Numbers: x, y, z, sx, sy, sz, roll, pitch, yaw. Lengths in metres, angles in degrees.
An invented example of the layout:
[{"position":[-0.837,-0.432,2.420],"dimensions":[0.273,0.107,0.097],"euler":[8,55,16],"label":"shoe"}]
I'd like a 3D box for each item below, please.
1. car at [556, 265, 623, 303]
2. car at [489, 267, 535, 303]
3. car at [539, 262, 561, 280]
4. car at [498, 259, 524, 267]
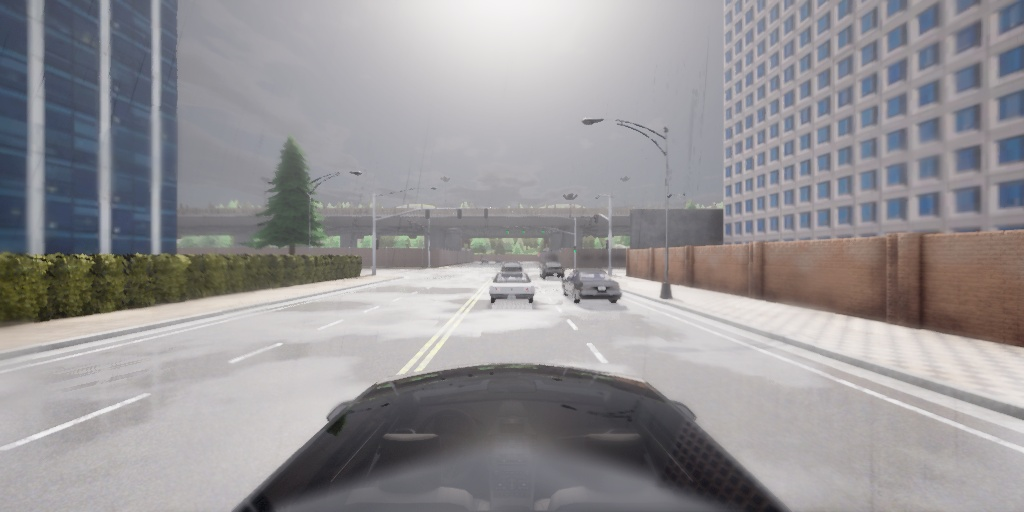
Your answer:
[{"position":[3.500,1.312,16.500],"dimensions":[2.033,1.411,5.357],"euler":[0,0,0],"label":"car"},{"position":[0.000,1.365,16.530],"dimensions":[1.895,1.301,4.718],"euler":[0,0,0],"label":"car"},{"position":[3.500,1.265,31.500],"dimensions":[1.837,1.490,4.892],"euler":[0,0,0],"label":"car"},{"position":[0.000,1.234,31.500],"dimensions":[1.882,1.535,5.008],"euler":[0,0,0],"label":"car"}]
